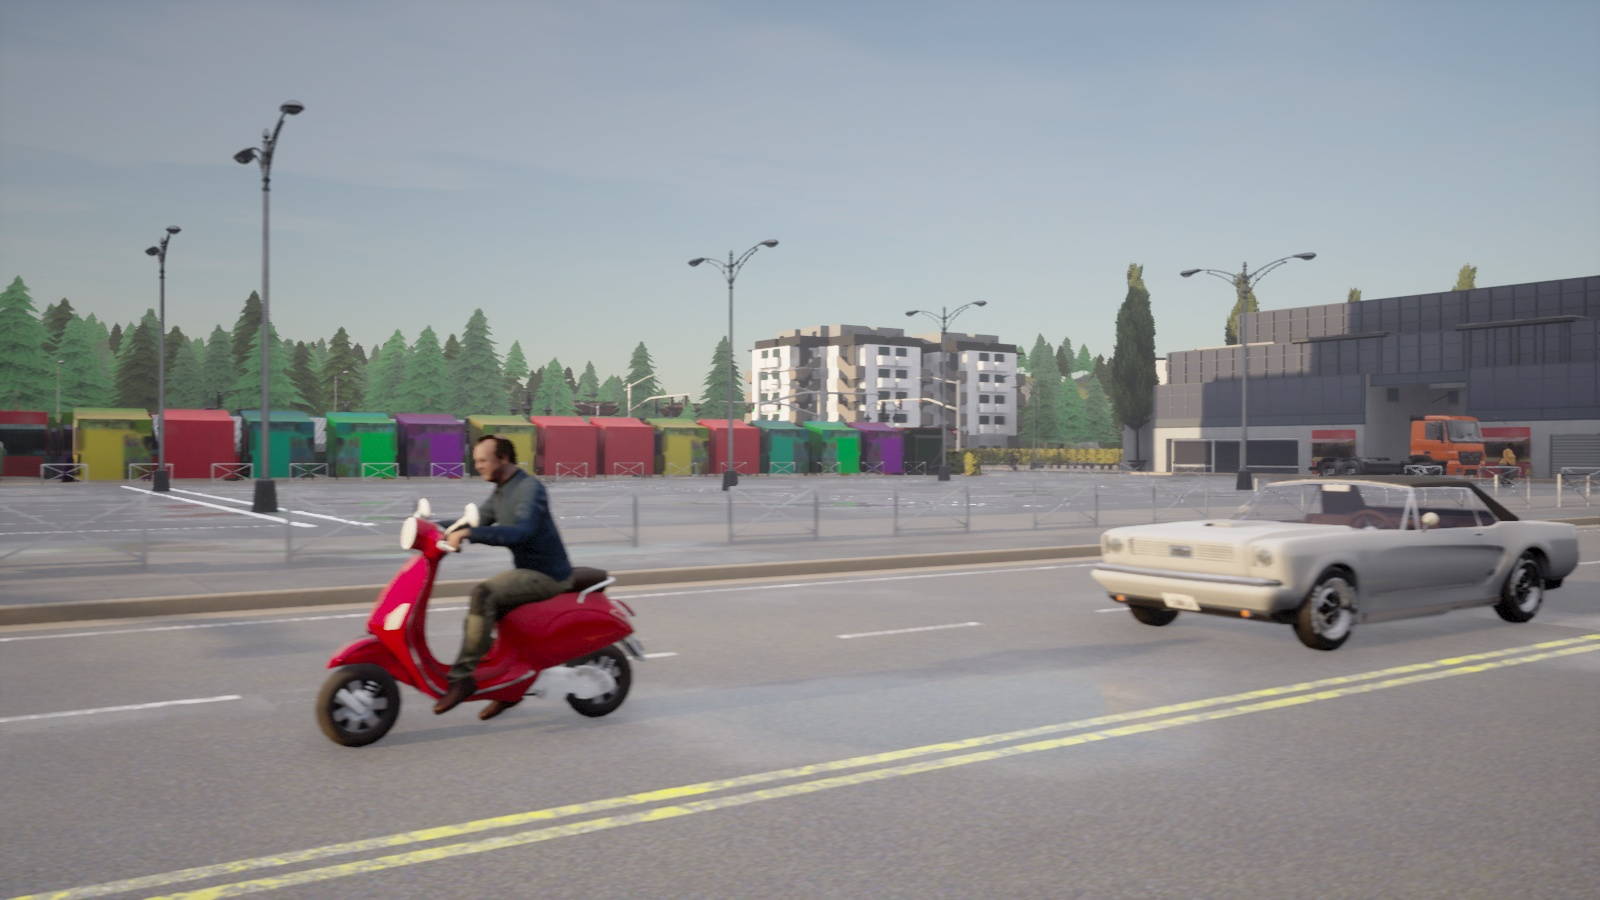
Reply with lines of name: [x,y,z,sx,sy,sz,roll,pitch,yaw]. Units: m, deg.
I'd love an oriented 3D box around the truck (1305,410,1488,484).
truck: [29.684,-0.150,62.859,2.891,3.462,7.936,0,0,-32]

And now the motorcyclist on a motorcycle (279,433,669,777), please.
motorcyclist on a motorcycle: [-1.712,0.717,6.682,1.817,1.590,0.866,0,0,-34]

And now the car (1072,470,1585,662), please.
car: [4.762,0.861,11.057,4.718,1.301,1.895,0,0,-34]

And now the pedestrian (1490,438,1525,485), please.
pedestrian: [28.600,0.464,50.772,0.874,1.855,0.900,0,0,-32]
